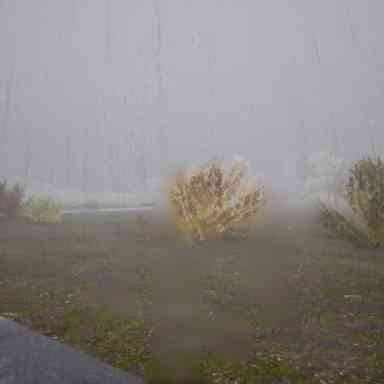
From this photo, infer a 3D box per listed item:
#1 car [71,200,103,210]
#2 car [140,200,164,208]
[{"bbox_3d":[-15.478,1.904,49.152,1.837,1.490,4.892,-1,-1,36],"label":"car"},{"bbox_3d":[-7.251,2.154,60.526,1.895,1.301,4.718,-1,-1,36],"label":"car"}]
